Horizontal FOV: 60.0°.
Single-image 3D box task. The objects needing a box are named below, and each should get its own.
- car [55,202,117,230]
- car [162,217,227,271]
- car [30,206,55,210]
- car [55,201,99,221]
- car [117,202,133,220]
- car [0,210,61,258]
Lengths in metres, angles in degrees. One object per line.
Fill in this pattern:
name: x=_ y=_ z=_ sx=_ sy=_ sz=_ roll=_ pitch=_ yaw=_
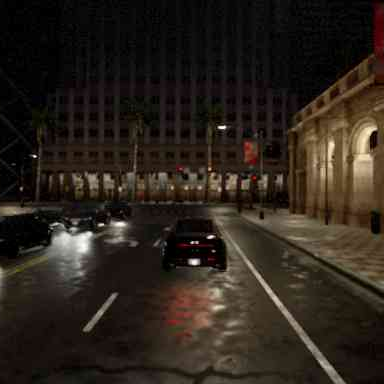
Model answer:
car: x=-6.805 y=1.577 z=21.974 sx=2.128 sy=1.511 sz=4.902 roll=0 pitch=0 yaw=1
car: x=0.099 y=1.607 z=11.087 sx=1.837 sy=1.490 sz=4.892 roll=0 pitch=-1 yaw=1
car: x=-10.292 y=1.676 z=22.777 sx=1.895 sy=1.301 sz=4.718 roll=0 pitch=0 yaw=1
car: x=-10.084 y=1.620 z=29.650 sx=2.128 sy=1.511 sz=4.902 roll=0 pitch=0 yaw=1
car: x=-6.584 y=1.624 z=29.589 sx=1.882 sy=1.535 sz=5.008 roll=0 pitch=0 yaw=1
car: x=-6.971 y=1.602 z=12.723 sx=1.994 sy=1.385 sz=4.181 roll=0 pitch=0 yaw=1
